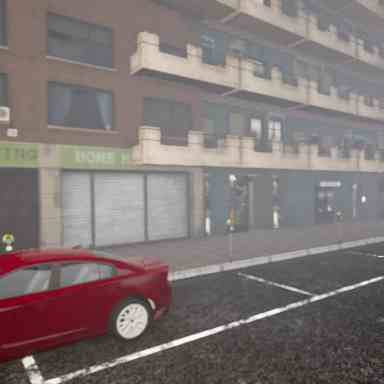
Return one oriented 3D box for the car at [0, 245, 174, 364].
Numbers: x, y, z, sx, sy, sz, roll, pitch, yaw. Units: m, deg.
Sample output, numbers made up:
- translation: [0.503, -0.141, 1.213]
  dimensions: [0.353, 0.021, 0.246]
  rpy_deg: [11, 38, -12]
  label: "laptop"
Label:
- translation: [-2.415, 1.542, 4.850]
  dimensions: [4.507, 1.381, 1.887]
  rpy_deg: [0, -1, -35]
  label: "car"
